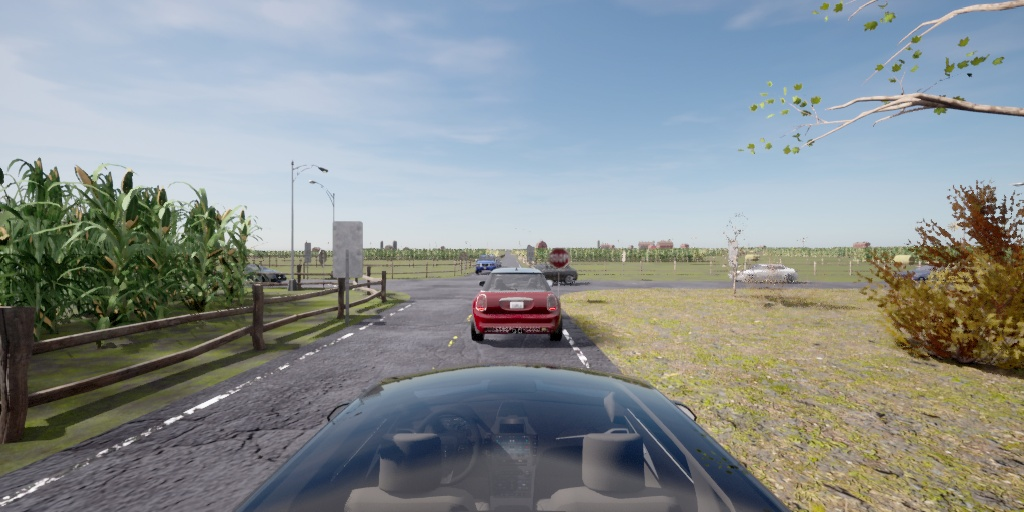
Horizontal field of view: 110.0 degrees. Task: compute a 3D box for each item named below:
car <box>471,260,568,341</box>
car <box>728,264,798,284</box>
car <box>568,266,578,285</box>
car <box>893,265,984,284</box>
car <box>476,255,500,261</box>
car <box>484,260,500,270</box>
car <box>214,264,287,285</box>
[{"bbox_3d":[0.110,1.100,10.017,2.097,1.767,4.553,0,0,0],"label":"car"},{"bbox_3d":[18.861,1.311,27.061,4.674,1.442,1.812,0,0,0],"label":"car"},{"bbox_3d":[2.262,1.255,24.667,4.892,1.490,1.837,1,-2,-29],"label":"car"},{"bbox_3d":[32.168,1.370,27.073,5.357,1.411,2.033,0,0,0],"label":"car"},{"bbox_3d":[-2.821,0.927,40.742,2.150,2.045,5.566,0,0,1],"label":"car"},{"bbox_3d":[-2.772,1.244,50.668,1.994,1.385,4.181,0,0,0],"label":"car"},{"bbox_3d":[-17.592,1.253,24.064,4.181,1.385,1.994,0,0,0],"label":"car"}]
